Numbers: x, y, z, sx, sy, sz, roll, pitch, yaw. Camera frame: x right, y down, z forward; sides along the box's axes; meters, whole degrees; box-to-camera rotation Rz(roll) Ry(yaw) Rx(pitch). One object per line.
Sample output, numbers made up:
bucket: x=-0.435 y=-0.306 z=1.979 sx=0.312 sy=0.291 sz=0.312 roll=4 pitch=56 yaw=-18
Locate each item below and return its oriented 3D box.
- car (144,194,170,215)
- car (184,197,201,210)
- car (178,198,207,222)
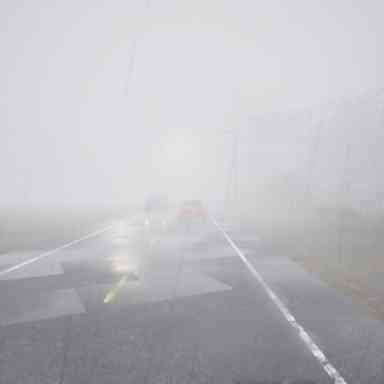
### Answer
car: x=-3.533 y=1.214 z=34.505 sx=2.150 sy=2.045 sz=5.566 roll=0 pitch=0 yaw=0
car: x=0.075 y=1.477 z=43.791 sx=2.128 sy=1.511 sz=4.902 roll=0 pitch=0 yaw=0
car: x=0.057 y=1.342 z=26.128 sx=2.097 sy=1.767 sz=4.553 roll=0 pitch=0 yaw=0
